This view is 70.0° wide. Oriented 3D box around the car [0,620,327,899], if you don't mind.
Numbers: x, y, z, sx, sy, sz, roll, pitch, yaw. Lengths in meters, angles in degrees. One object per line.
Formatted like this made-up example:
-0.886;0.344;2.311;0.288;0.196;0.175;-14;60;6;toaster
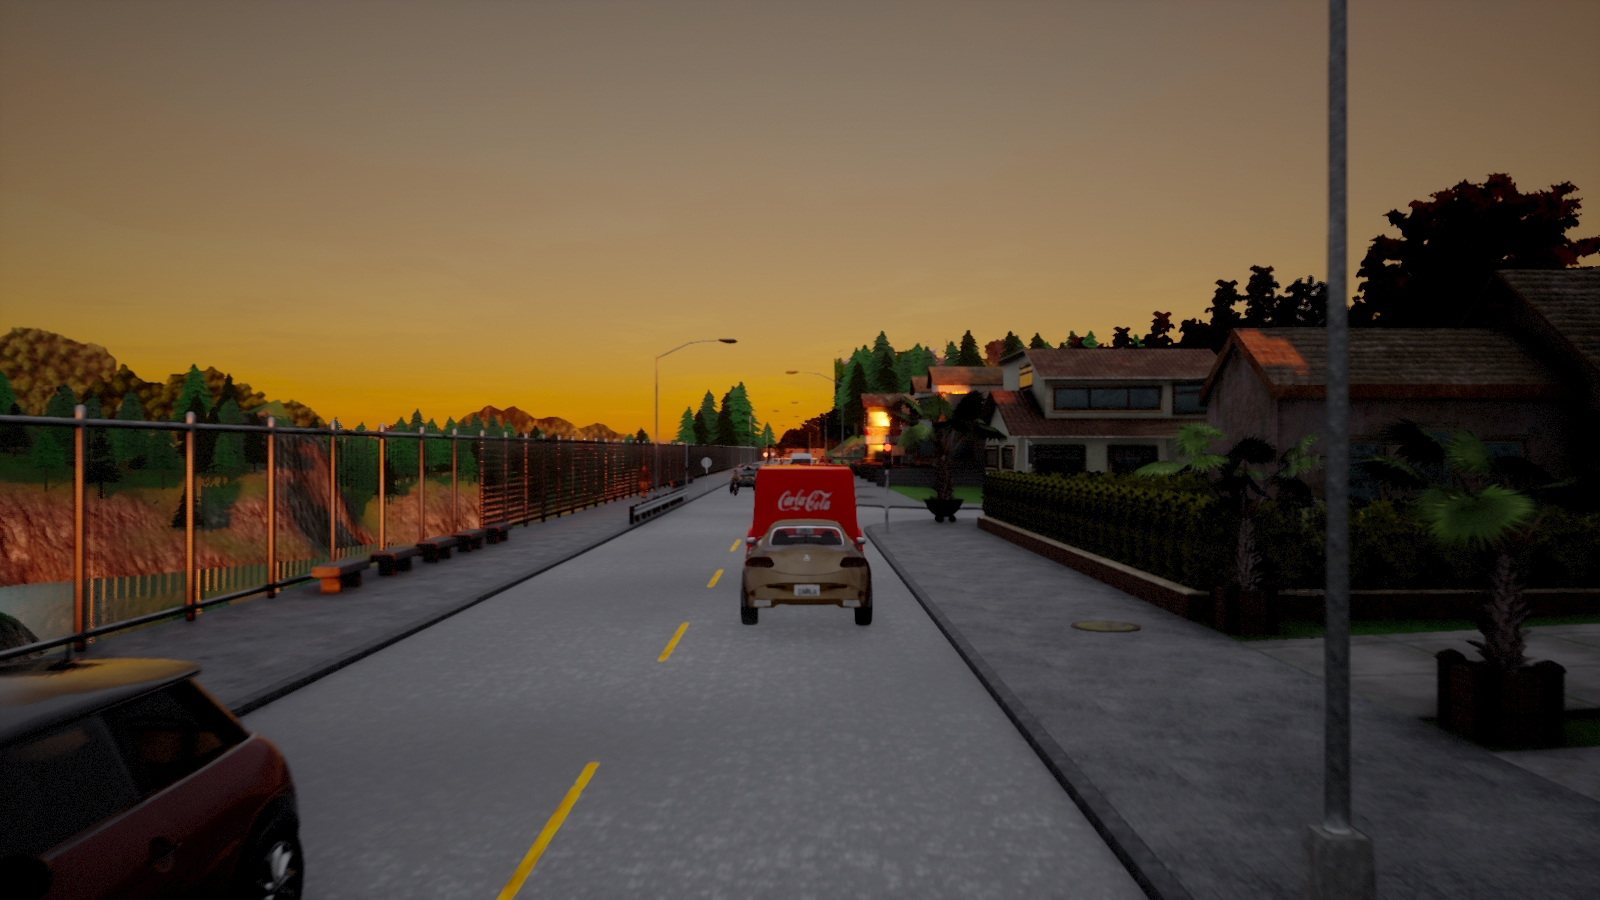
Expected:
-3.894;1.905;4.606;2.097;1.767;4.553;0;0;0;car

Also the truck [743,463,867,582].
0.109;1.569;26.835;2.627;2.467;5.204;0;0;0;truck

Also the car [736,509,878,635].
0.106;1.992;19.915;2.152;1.651;5.027;0;0;0;car

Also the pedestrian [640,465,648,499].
-8.457;1.743;61.981;0.375;1.860;0.375;0;0;5;pedestrian

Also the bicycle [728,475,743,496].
-3.886;2.156;68.945;0.859;1.276;1.487;0;-2;0;bicycle
